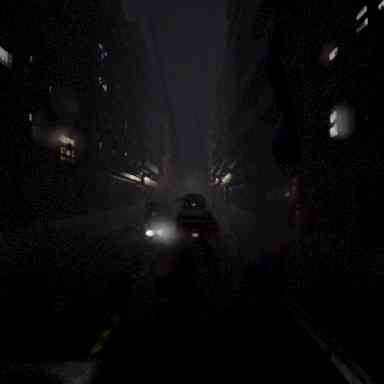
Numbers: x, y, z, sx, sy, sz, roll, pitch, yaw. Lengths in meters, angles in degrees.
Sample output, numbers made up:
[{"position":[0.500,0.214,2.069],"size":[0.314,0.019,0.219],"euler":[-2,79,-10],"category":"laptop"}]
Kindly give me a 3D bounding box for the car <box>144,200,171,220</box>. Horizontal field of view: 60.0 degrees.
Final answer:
[{"position":[-2.786,1.470,27.527],"size":[2.128,1.511,4.902],"euler":[0,0,0],"category":"car"}]

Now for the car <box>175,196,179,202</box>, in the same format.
[{"position":[-2.592,1.467,69.079],"size":[1.895,1.301,4.718],"euler":[0,0,0],"category":"car"}]

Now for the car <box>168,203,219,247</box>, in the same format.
[{"position":[0.129,1.472,15.058],"size":[1.882,1.535,5.008],"euler":[0,0,0],"category":"car"}]

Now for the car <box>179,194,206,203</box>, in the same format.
[{"position":[0.170,1.194,31.515],"size":[2.150,2.045,5.566],"euler":[0,0,0],"category":"car"}]
